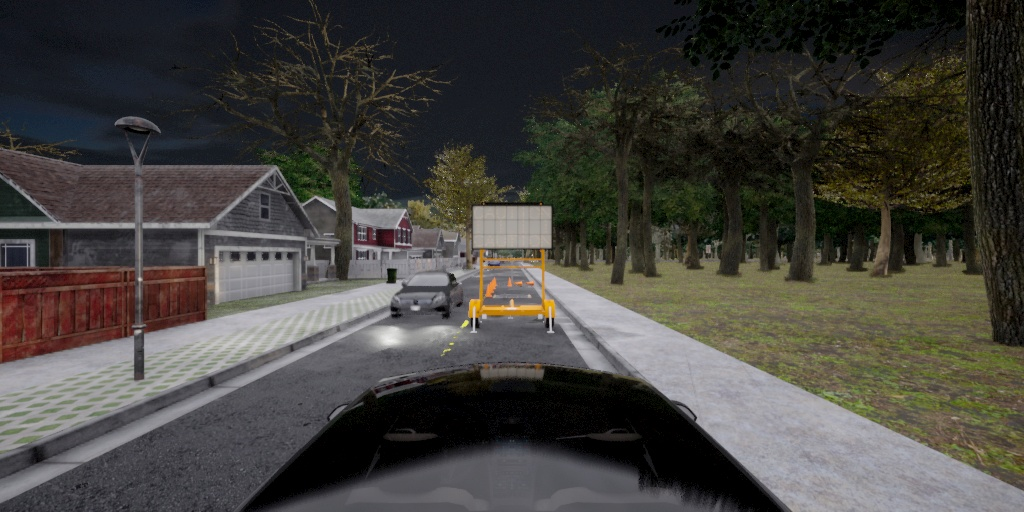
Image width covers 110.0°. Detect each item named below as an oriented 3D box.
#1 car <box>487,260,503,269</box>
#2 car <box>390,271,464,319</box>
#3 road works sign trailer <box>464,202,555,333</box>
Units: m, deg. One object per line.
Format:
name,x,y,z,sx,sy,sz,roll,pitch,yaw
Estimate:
car,-2.797,1.247,55.291,1.882,1.535,5.008,0,0,0
car,-2.841,1.275,12.888,1.812,1.442,4.674,0,0,0
road works sign trailer,0.009,0.214,10.705,2.380,3.560,2.880,0,0,0
